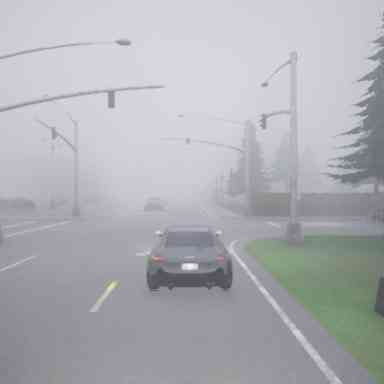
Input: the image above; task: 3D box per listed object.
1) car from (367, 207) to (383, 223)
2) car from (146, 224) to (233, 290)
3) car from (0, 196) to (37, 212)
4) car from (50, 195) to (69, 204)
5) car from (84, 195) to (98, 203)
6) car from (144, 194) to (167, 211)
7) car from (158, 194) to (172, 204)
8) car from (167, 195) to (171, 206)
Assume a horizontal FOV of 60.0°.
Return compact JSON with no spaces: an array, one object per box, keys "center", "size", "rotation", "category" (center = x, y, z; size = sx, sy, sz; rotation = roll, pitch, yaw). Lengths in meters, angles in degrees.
[{"center":[14.769,1.437,23.110],"size":[4.902,1.511,2.128],"rotation":[0,0,-2],"category":"car"},{"center":[-0.081,1.546,9.054],"size":[1.994,1.385,4.181],"rotation":[0,0,-1],"category":"car"},{"center":[-18.442,1.279,35.666],"size":[2.007,1.523,4.514],"rotation":[0,0,-1],"category":"car"},{"center":[-21.645,1.288,54.244],"size":[1.970,1.475,3.806],"rotation":[0,0,-1],"category":"car"},{"center":[-18.750,1.261,61.698],"size":[1.845,1.501,3.633],"rotation":[0,0,-1],"category":"car"},{"center":[-4.412,1.276,39.325],"size":[2.097,1.767,4.553],"rotation":[0,0,-1],"category":"car"},{"center":[-4.798,1.236,59.468],"size":[2.097,1.767,4.553],"rotation":[0,0,-1],"category":"car"},{"center":[-4.614,1.468,49.217],"size":[1.994,1.385,4.181],"rotation":[0,0,-1],"category":"car"}]
